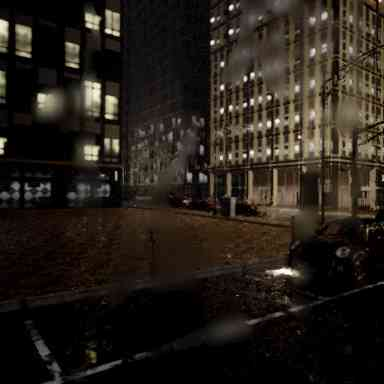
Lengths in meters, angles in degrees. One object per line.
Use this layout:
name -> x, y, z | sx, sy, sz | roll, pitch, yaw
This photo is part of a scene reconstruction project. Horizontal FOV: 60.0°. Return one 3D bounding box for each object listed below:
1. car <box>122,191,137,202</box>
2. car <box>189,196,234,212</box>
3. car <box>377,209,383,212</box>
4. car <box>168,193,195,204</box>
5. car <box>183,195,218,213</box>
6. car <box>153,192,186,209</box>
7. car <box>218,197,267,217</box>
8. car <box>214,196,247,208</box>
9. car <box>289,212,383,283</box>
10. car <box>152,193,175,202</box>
car -> -10.915, 0.635, 54.975 | 2.097, 1.767, 4.553 | 1, 1, -35
car -> 2.060, 1.262, 36.698 | 2.033, 1.411, 5.357 | 1, 1, -36
car -> 14.310, 1.598, 20.903 | 4.902, 1.511, 2.128 | 2, 1, 44
car -> -1.746, 1.011, 51.980 | 1.752, 1.417, 4.829 | 2, 0, -36
car -> 1.315, 1.318, 33.311 | 1.802, 1.307, 4.206 | 2, 0, -36
car -> -1.921, 0.944, 37.844 | 2.192, 1.841, 5.009 | 2, 0, -36
car -> 4.566, 1.284, 28.780 | 1.967, 1.590, 4.097 | 2, 0, -36
car -> 4.845, 1.286, 42.774 | 1.802, 1.307, 4.206 | 2, 0, -36
car -> 4.749, 1.541, 9.947 | 4.097, 1.590, 1.967 | 1, -1, -35
car -> -4.895, 0.948, 56.375 | 1.947, 1.339, 4.313 | 2, 0, -36
